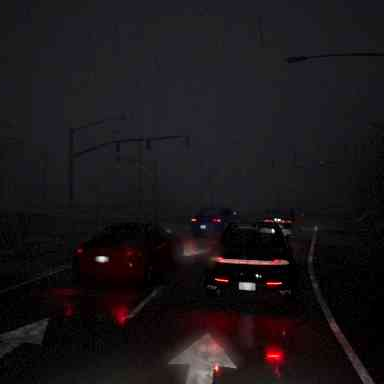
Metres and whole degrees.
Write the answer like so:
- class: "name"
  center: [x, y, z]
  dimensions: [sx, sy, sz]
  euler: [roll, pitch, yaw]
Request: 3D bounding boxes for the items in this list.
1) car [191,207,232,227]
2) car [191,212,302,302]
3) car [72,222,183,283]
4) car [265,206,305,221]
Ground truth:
- class: "car"
  center: [1.362, 1.525, 18.370]
  dimensions: [1.812, 1.442, 4.674]
  euler: [0, 0, 21]
- class: "car"
  center: [1.558, 1.491, 8.371]
  dimensions: [2.128, 1.511, 4.902]
  euler: [0, 0, 13]
- class: "car"
  center: [-1.643, 1.564, 9.830]
  dimensions: [1.994, 1.385, 4.181]
  euler: [0, 0, 14]
- class: "car"
  center: [4.636, 1.505, 17.249]
  dimensions: [1.837, 1.490, 4.892]
  euler: [0, 0, 21]
